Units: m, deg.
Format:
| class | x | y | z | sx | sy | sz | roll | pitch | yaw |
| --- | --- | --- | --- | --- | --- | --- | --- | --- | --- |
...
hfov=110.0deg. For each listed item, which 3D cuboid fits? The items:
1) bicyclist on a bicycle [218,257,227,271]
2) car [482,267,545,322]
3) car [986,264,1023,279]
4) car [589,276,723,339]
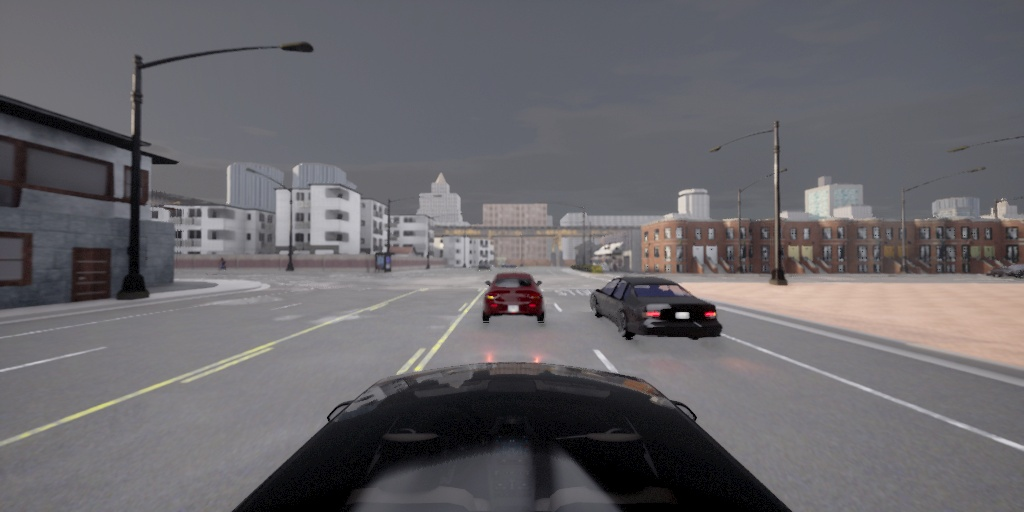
| class | x | y | z | sx | sy | sz | roll | pitch | yaw |
| --- | --- | --- | --- | --- | --- | --- | --- | --- | --- |
| bicyclist on a bicycle | -34.014 | 0.923 | 42.132 | 0.582 | 1.620 | 1.656 | 1 | -1 | -11 |
| car | 0.053 | 1.245 | 11.928 | 1.812 | 1.442 | 4.674 | 0 | 0 | 0 |
| car | 48.741 | 1.458 | 34.000 | 5.357 | 1.411 | 2.033 | 0 | -1 | 2 |
| car | 3.537 | 1.265 | 9.908 | 2.033 | 1.411 | 5.357 | 0 | 0 | 1 |
